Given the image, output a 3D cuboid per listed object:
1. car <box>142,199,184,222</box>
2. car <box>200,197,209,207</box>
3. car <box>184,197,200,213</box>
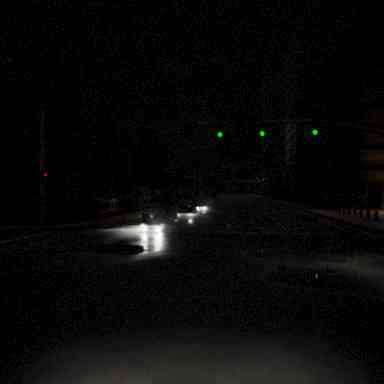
[{"bbox_3d":[-2.426,1.487,26.195,2.128,1.511,4.902,0,0,11],"label":"car"},{"bbox_3d":[1.640,1.483,52.451,2.128,1.511,4.902,0,0,9],"label":"car"},{"bbox_3d":[-0.626,1.471,37.634,1.882,1.535,5.008,0,0,9],"label":"car"}]
